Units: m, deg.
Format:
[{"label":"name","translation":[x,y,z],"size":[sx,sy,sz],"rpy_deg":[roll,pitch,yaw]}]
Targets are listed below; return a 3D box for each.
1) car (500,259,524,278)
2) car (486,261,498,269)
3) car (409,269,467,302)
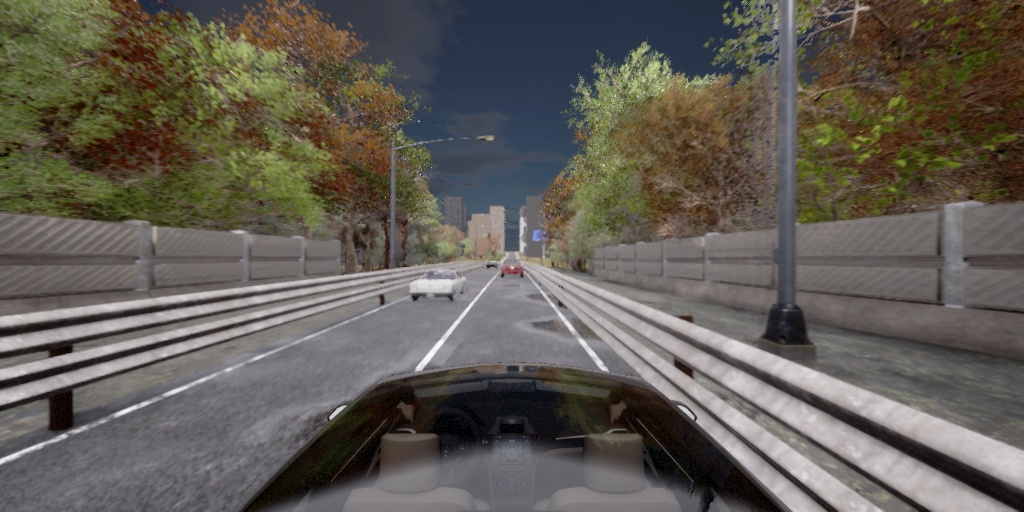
[{"label":"car","translation":[0.015,1.070,33.706],"size":[2.097,1.767,4.553],"rpy_deg":[0,0,0]},{"label":"car","translation":[-3.258,1.536,59.064],"size":[1.895,1.301,4.718],"rpy_deg":[0,-1,1]},{"label":"car","translation":[-3.340,1.289,16.860],"size":[1.895,1.301,4.718],"rpy_deg":[0,0,0]}]
